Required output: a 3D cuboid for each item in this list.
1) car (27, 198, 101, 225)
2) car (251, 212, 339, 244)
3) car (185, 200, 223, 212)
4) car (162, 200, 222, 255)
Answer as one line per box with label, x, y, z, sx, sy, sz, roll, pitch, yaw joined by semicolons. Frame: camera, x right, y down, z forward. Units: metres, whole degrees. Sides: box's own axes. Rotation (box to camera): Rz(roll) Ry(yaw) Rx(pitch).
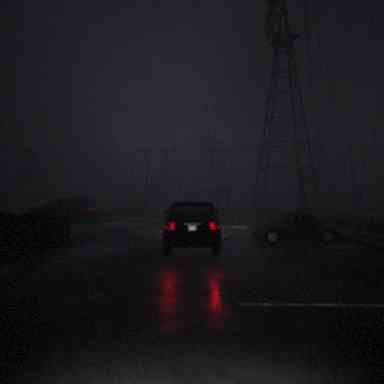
car;-9.991;1.464;25.972;5.566;2.045;2.150;0;-1;2
car;4.888;1.675;16.090;3.905;1.438;1.784;0;-1;0
car;1.553;1.919;44.919;5.008;1.535;1.882;0;-1;1
car;-0.023;1.351;14.032;2.150;2.045;5.566;0;0;-1
